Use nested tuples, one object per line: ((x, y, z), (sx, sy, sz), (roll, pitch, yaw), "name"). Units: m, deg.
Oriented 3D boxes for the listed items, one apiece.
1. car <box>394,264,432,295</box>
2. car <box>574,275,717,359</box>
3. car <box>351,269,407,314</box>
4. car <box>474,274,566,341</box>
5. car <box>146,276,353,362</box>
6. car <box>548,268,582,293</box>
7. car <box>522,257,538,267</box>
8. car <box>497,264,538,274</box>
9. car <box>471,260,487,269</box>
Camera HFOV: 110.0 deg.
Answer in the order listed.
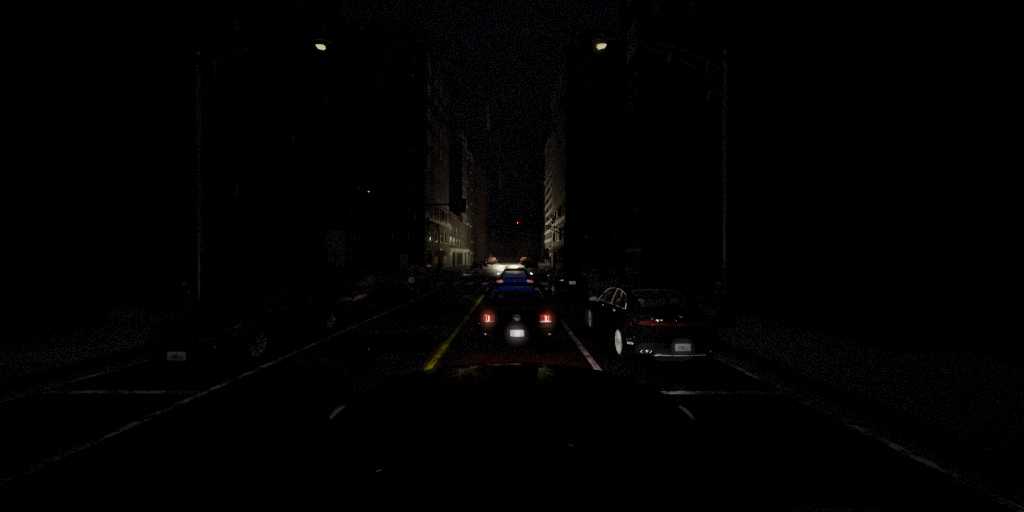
((-5.614, 1.190, 19.227), (1.967, 1.591, 4.097), (0, 0, 0), "car")
((2.876, 1.300, 8.198), (2.007, 1.370, 4.403), (0, 0, 0), "car")
((-5.632, 1.332, 13.726), (1.802, 1.307, 4.207), (0, 0, 0), "car")
((0.120, 1.351, 9.823), (1.895, 1.301, 4.718), (0, 0, 0), "car")
((-5.649, 1.315, 8.225), (1.948, 1.339, 4.313), (0, 0, 0), "car")
((2.911, 1.316, 19.200), (1.948, 1.339, 4.313), (0, 0, 0), "car")
((3.063, 1.225, 56.289), (1.967, 1.591, 4.097), (0, 0, 0), "car")
((0.149, 1.314, 18.582), (1.994, 1.385, 4.181), (0, 0, 1), "car")
((-5.462, 1.367, 56.329), (1.802, 1.307, 4.207), (0, 0, 0), "car")
